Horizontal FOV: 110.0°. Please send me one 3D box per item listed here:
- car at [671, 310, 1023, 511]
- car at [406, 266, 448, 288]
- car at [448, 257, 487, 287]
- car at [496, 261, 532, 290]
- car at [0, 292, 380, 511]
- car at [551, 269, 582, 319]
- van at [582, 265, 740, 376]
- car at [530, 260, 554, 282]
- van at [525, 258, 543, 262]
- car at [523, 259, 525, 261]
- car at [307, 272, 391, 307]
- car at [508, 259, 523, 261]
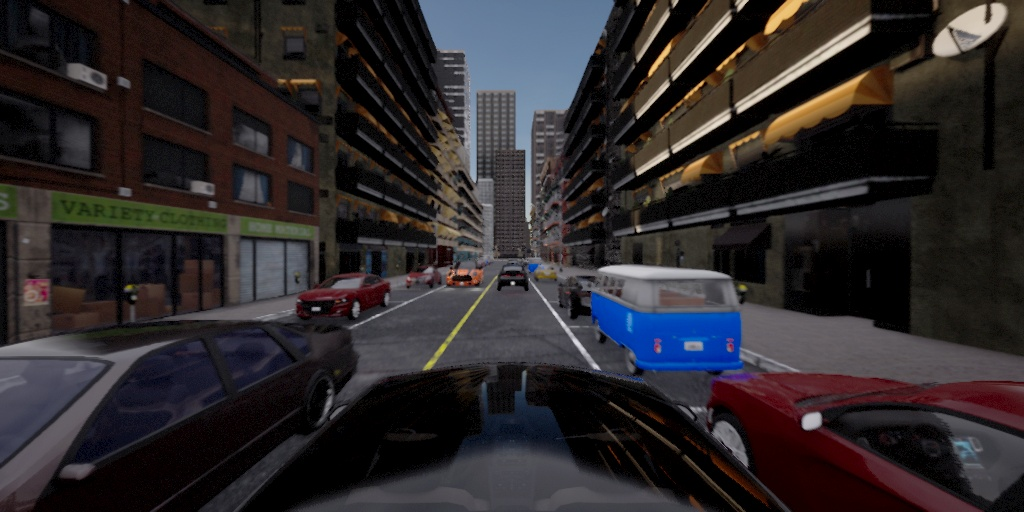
[{"bbox_3d":[2.689,1.295,1.617,1.888,1.381,4.507,0,0,0],"label":"car"},{"bbox_3d":[-5.703,1.344,23.720,1.802,1.307,4.207,0,0,0],"label":"car"},{"bbox_3d":[-3.075,1.114,24.319,2.097,1.767,4.553,0,0,0],"label":"car"},{"bbox_3d":[0.059,1.269,22.534,1.837,1.490,4.892,0,1,0],"label":"car"},{"bbox_3d":[-3.078,1.298,2.783,2.033,1.411,5.357,0,0,0],"label":"car"},{"bbox_3d":[2.684,1.322,12.664,1.948,1.339,4.313,0,0,0],"label":"car"},{"bbox_3d":[2.686,1.094,7.141,1.690,1.789,3.998,0,0,0],"label":"van"},{"bbox_3d":[2.676,1.292,29.404,1.751,1.417,4.829,0,0,0],"label":"car"},{"bbox_3d":[2.671,1.117,40.282,1.690,1.789,3.998,0,0,0],"label":"van"},{"bbox_3d":[2.661,1.348,62.374,2.007,1.370,4.403,0,0,0],"label":"car"},{"bbox_3d":[-5.698,1.300,12.673,1.888,1.381,4.507,0,0,0],"label":"car"},{"bbox_3d":[0.078,1.287,46.747,1.837,1.490,4.892,0,0,0],"label":"car"}]
